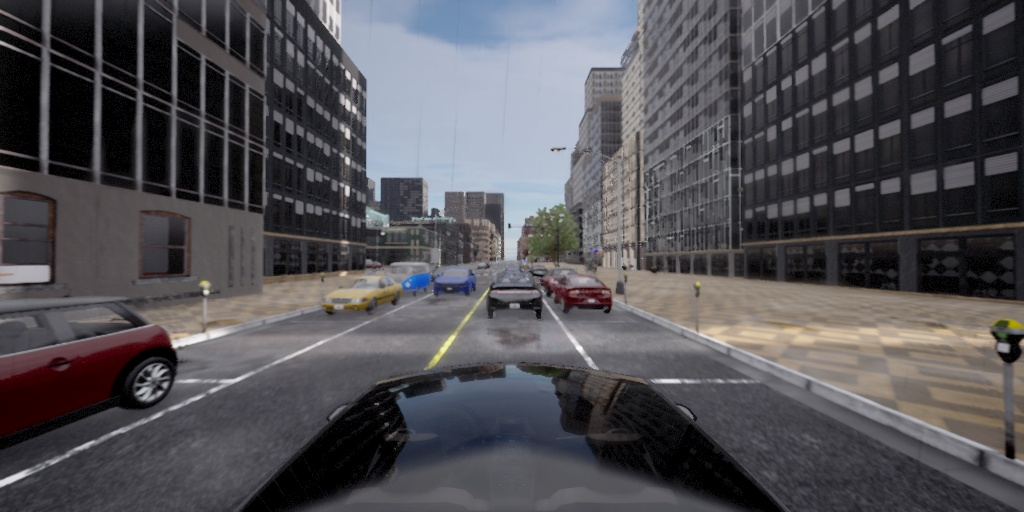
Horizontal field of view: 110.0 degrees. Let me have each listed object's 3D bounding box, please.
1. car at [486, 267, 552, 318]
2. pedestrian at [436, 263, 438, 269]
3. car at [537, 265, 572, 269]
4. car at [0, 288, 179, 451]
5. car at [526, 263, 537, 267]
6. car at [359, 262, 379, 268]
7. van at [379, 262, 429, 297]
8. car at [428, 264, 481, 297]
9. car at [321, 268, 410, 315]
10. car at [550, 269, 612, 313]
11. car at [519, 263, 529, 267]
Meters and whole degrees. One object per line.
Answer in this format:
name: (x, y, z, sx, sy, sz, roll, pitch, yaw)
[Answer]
car: (0.091, 1.338, 13.414, 2.128, 1.511, 4.902, 0, -1, 0)
pedestrian: (-12.769, 1.275, 61.011, 0.375, 1.860, 0.375, 0, -1, -1)
car: (2.685, 1.340, 19.909, 1.967, 1.591, 4.097, 0, 0, 0)
car: (-5.691, 1.203, 3.289, 1.967, 1.591, 4.097, 0, 0, 0)
car: (2.679, 1.603, 36.526, 1.948, 1.339, 4.313, 0, 0, 0)
car: (-22.840, 1.551, 57.908, 4.207, 1.307, 1.802, 0, 0, -1)
van: (-5.696, 1.241, 19.906, 1.690, 1.789, 3.998, 0, 0, 0)
car: (-3.105, 1.381, 20.350, 1.882, 1.535, 5.008, 0, 0, 0)
car: (-5.694, 1.380, 14.197, 1.751, 1.417, 4.829, 0, 0, 0)
car: (2.686, 1.400, 14.370, 1.888, 1.381, 4.507, 0, 0, 0)
car: (0.086, 1.540, 29.150, 1.994, 1.385, 4.181, 0, 0, 0)
